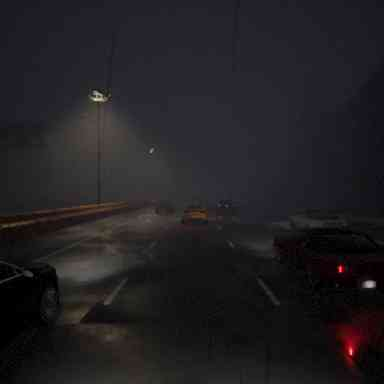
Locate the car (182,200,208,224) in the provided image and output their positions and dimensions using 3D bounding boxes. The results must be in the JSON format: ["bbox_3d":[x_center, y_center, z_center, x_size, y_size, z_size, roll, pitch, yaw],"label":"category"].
[{"bbox_3d":[0.225,1.645,26.614,1.882,1.535,5.008,0,-1,1],"label":"car"}]

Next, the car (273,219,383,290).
[{"bbox_3d":[3.671,1.648,9.149,1.895,1.301,4.718,0,0,-1],"label":"car"}]

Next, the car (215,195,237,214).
[{"bbox_3d":[3.870,1.584,38.845,2.097,1.767,4.553,0,0,1],"label":"car"}]

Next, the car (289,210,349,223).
[{"bbox_3d":[7.108,1.700,19.193,1.895,1.301,4.718,0,0,0],"label":"car"}]

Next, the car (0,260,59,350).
[{"bbox_3d":[-3.354,1.530,4.239,2.128,1.511,4.902,0,0,0],"label":"car"}]

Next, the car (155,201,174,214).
[{"bbox_3d":[-3.134,1.779,38.571,1.812,1.442,4.674,0,0,1],"label":"car"}]

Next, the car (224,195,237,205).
[{"bbox_3d":[7.737,1.619,67.526,2.150,2.045,5.566,0,-1,1],"label":"car"}]

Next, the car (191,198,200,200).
[{"bbox_3d":[0.602,1.851,57.288,2.128,1.511,4.902,0,0,1],"label":"car"}]
